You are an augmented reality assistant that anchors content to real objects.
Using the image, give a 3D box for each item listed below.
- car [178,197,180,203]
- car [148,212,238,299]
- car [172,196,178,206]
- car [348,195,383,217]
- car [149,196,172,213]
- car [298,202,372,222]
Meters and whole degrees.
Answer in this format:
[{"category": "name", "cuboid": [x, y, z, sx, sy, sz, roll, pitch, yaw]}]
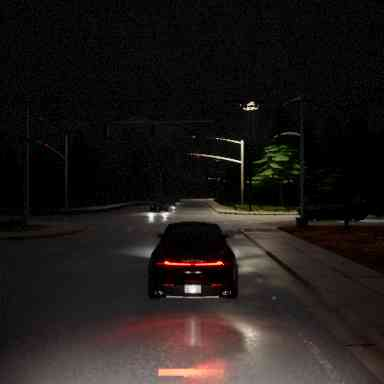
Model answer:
[{"category": "car", "cuboid": [-3.471, 1.539, 69.286, 2.033, 1.411, 5.357, 0, 0, 1]}, {"category": "car", "cuboid": [0.032, 1.501, 8.438, 1.837, 1.490, 4.892, 0, 0, 0]}, {"category": "car", "cuboid": [-3.680, 1.505, 53.851, 1.837, 1.490, 4.892, 0, 0, 0]}, {"category": "car", "cuboid": [15.543, 1.248, 29.587, 5.566, 2.045, 2.150, 0, 0, 1]}, {"category": "car", "cuboid": [-3.673, 1.505, 37.701, 1.837, 1.490, 4.892, 0, 0, 0]}, {"category": "car", "cuboid": [10.888, 1.627, 25.796, 4.718, 1.301, 1.895, 0, 0, -1]}]
